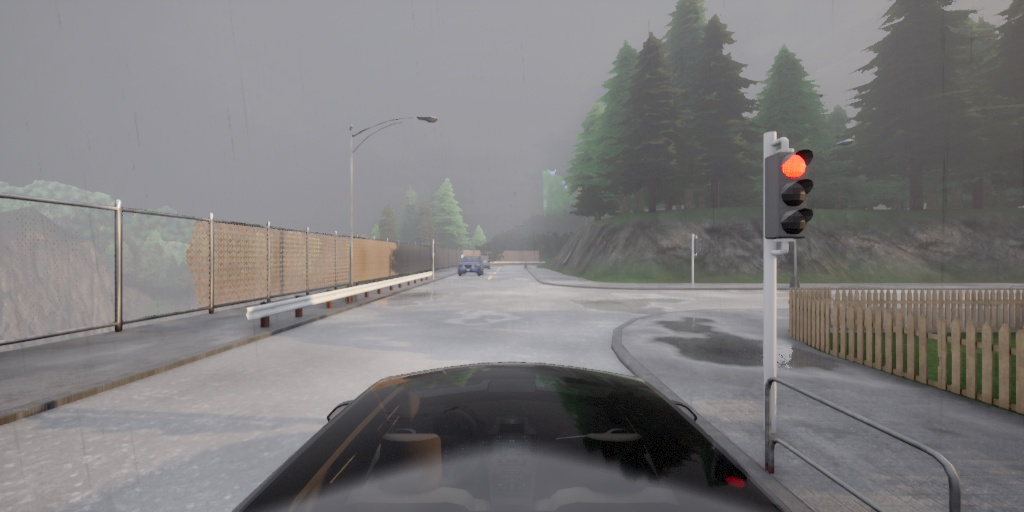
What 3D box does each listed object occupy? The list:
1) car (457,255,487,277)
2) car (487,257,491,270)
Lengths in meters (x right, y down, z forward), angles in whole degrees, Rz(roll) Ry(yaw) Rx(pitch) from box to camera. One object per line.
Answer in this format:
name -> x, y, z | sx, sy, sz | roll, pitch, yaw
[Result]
car -> -4.098, 0.968, 36.252 | 2.150, 2.045, 5.566 | 0, 0, 0
car -> -4.145, 1.270, 51.738 | 1.812, 1.442, 4.674 | 0, 0, -1
